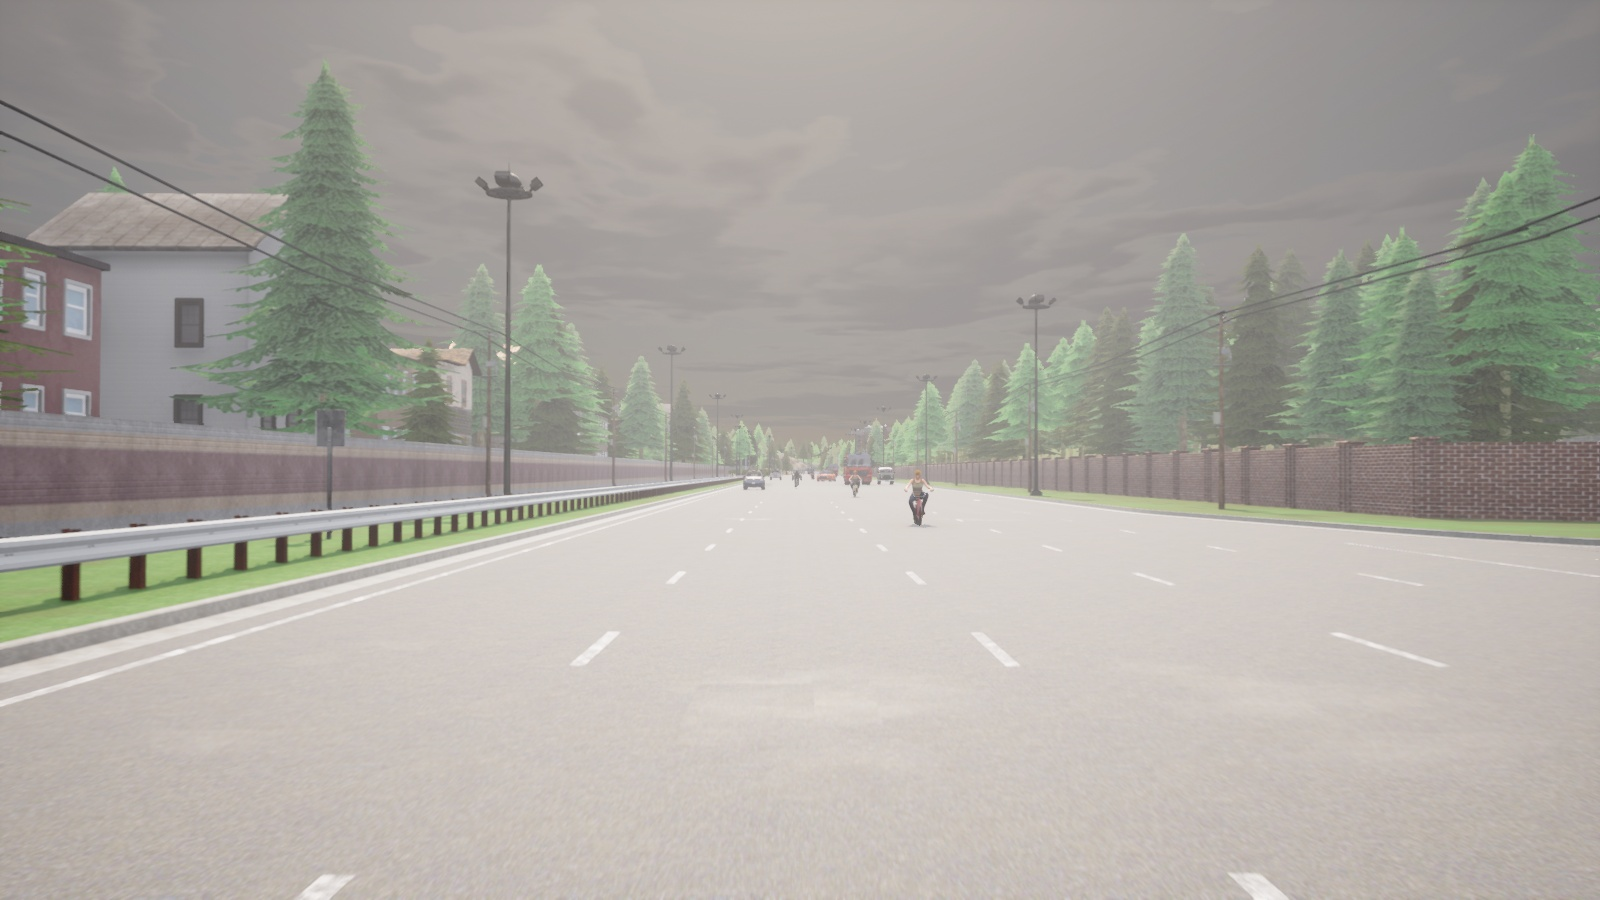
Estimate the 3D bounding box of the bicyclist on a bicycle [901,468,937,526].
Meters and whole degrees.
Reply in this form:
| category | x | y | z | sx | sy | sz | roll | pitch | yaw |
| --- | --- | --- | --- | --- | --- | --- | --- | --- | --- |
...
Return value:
| category | x | y | z | sx | sy | sz | roll | pitch | yaw |
| --- | --- | --- | --- | --- | --- | --- | --- | --- | --- |
| bicyclist on a bicycle | 3.408 | 1.340 | 36.110 | 0.866 | 1.612 | 1.509 | 0 | -1 | 0 |
